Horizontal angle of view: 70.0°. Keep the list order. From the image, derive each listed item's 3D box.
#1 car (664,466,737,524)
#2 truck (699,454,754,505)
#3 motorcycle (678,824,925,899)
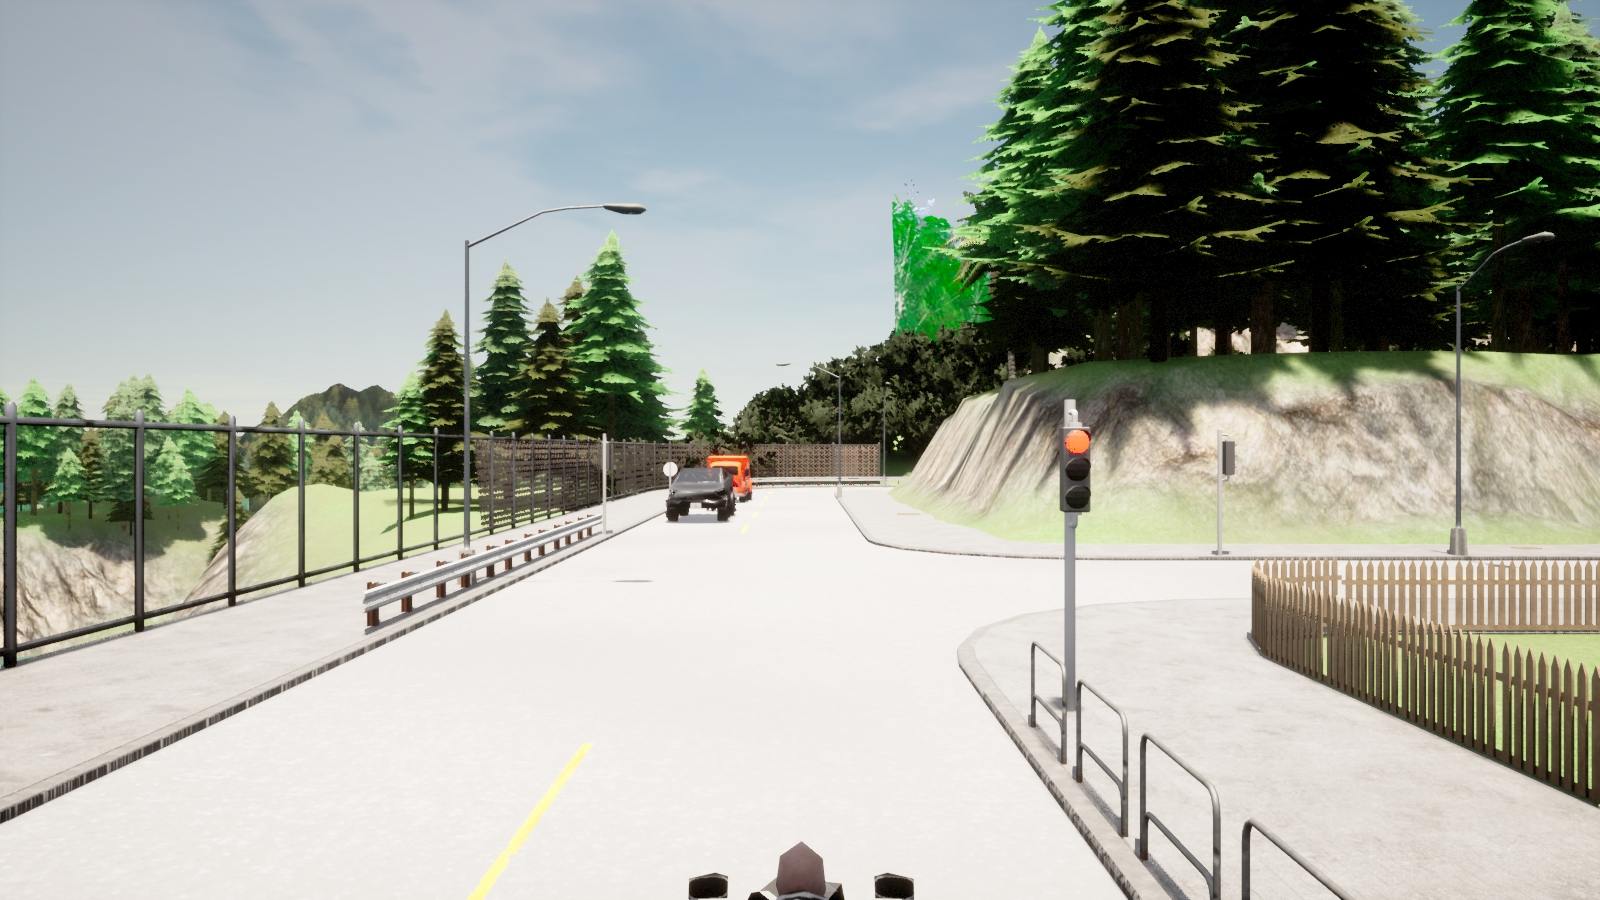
[{"bbox_3d":[-3.949,1.753,46.485,2.390,2.098,6.274,0,0,0],"label":"car"},{"bbox_3d":[-3.942,1.543,62.253,2.627,2.467,5.204,0,2,0],"label":"truck"},{"bbox_3d":[0.004,2.205,3.723,0.867,1.251,2.209,0,0,0],"label":"motorcycle"}]
